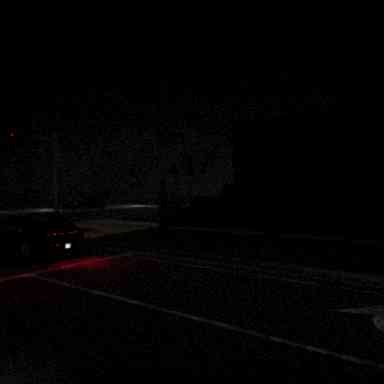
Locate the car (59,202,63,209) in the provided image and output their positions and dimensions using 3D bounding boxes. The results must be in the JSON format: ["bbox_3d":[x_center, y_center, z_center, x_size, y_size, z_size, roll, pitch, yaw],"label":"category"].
[{"bbox_3d":[-17.216,1.832,48.188,1.895,1.301,4.718,0,0,36],"label":"car"}]

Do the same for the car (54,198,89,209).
[{"bbox_3d":[-18.777,1.728,51.968,1.882,1.535,5.008,0,0,36],"label":"car"}]

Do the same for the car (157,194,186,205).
[{"bbox_3d":[-3.305,1.432,61.251,2.150,2.045,5.566,0,0,37],"label":"car"}]

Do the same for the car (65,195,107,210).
[{"bbox_3d":[-14.451,1.433,46.048,2.150,2.045,5.566,0,0,36],"label":"car"}]

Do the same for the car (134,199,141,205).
[{"bbox_3d":[-8.908,1.795,65.380,2.033,1.411,5.357,0,0,36],"label":"car"}]

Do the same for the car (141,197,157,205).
[{"bbox_3d":[-6.546,1.720,62.731,2.128,1.511,4.902,0,0,37],"label":"car"}]

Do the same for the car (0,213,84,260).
[{"bbox_3d":[-6.165,1.575,12.785,4.892,1.490,1.837,0,0,37],"label":"car"}]
